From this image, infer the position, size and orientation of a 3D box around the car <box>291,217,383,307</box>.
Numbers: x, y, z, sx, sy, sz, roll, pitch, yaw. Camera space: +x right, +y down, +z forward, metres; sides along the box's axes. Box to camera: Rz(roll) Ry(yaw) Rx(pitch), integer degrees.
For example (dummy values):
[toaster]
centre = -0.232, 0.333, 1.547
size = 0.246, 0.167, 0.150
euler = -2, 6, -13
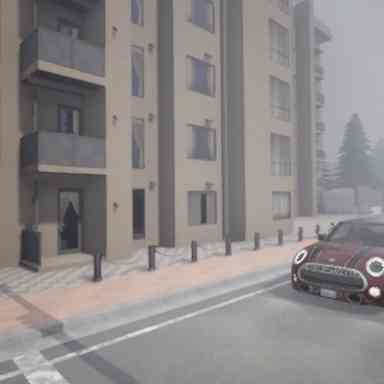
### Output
[car]
centre = 4.375, 1.458, 8.260
size = 4.553, 1.767, 2.097
euler = 0, -1, -43
